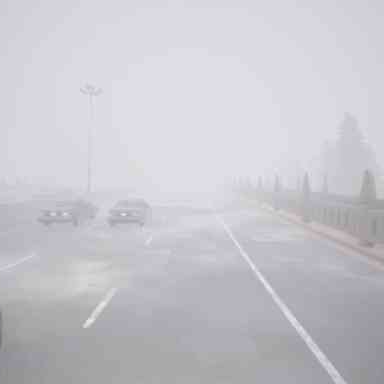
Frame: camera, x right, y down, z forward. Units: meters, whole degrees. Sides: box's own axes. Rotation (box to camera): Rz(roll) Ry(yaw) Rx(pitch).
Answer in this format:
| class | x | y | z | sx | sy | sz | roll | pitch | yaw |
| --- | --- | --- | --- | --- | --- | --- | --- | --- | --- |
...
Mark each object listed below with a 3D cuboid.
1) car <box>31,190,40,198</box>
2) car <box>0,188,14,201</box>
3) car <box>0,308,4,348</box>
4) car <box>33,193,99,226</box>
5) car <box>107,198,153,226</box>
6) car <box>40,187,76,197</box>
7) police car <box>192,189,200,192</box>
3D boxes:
| class | x | y | z | sx | sy | sz | roll | pitch | yaw |
| --- | --- | --- | --- | --- | --- | --- | --- | --- | --- |
| car | -17.589 | 0.169 | 40.380 | 1.895 | 1.301 | 4.718 | 0 | 3 | 0 |
| car | -21.096 | 0.289 | 35.923 | 1.812 | 1.442 | 4.674 | 0 | 3 | 0 |
| car | -3.402 | 1.495 | 2.445 | 2.128 | 1.511 | 4.902 | 0 | 0 | 0 |
| car | -6.903 | 1.049 | 19.049 | 2.033 | 1.411 | 5.357 | 0 | 3 | 0 |
| car | -3.403 | 1.051 | 19.003 | 2.033 | 1.411 | 5.357 | 0 | 3 | 0 |
| car | -14.098 | 0.242 | 35.901 | 1.882 | 1.535 | 5.008 | 0 | 3 | 0 |
| police car | 1.037 | 0.099 | 88.823 | 1.930 | 1.638 | 5.238 | 0 | -3 | 0 |
